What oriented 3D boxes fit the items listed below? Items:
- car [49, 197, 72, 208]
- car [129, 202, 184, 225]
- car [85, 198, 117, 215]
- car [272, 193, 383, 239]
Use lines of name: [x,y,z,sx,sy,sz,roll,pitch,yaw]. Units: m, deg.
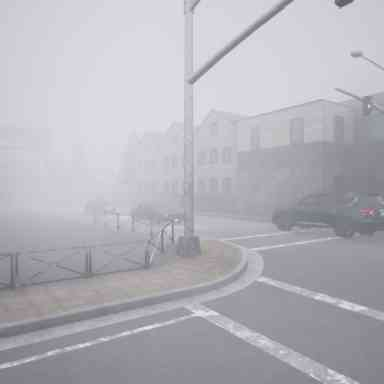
car: [-17.501,1.337,44.226,1.895,1.301,4.718,0,0,-35]
car: [-2.507,1.371,22.909,2.033,1.411,5.357,0,0,-35]
car: [-8.753,1.316,31.735,2.128,1.511,4.902,0,0,-35]
car: [6.616,1.044,16.442,2.150,2.045,5.566,0,0,-35]
